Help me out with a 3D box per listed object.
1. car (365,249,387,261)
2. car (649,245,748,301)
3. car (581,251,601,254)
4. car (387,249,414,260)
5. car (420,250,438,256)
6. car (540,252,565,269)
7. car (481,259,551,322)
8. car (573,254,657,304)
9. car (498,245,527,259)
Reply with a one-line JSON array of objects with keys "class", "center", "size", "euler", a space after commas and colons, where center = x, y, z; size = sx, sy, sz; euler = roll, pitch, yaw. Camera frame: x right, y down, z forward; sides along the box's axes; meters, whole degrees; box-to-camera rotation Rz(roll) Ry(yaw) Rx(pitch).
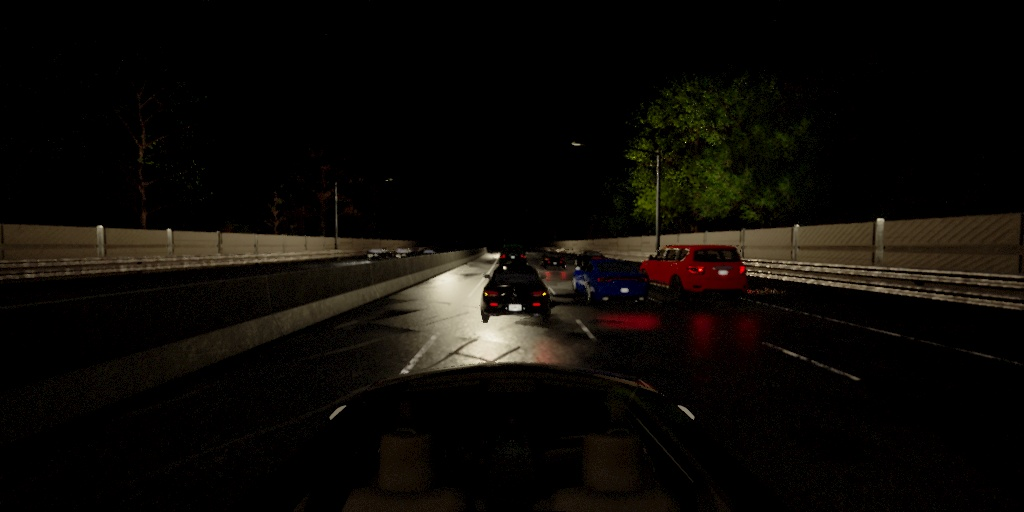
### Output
[{"class": "car", "center": [-17.832, -0.189, 47.419], "size": [2.128, 1.511, 4.902], "euler": [2, 1, -1]}, {"class": "car", "center": [7.122, 0.573, 14.752], "size": [2.150, 2.045, 5.566], "euler": [0, 2, 0]}, {"class": "car", "center": [7.034, 0.289, 32.456], "size": [1.882, 1.535, 5.008], "euler": [0, 2, 0]}, {"class": "car", "center": [-14.350, -0.169, 47.435], "size": [2.128, 1.511, 4.902], "euler": [0, 2, -1]}, {"class": "car", "center": [-10.847, -0.087, 47.191], "size": [1.994, 1.385, 4.181], "euler": [0, 2, -1]}, {"class": "car", "center": [3.546, 0.352, 31.908], "size": [1.812, 1.442, 4.674], "euler": [0, 2, 0]}, {"class": "car", "center": [0.099, 0.993, 10.904], "size": [1.812, 1.442, 4.674], "euler": [0, 2, 1]}, {"class": "car", "center": [3.614, 0.855, 13.912], "size": [1.882, 1.535, 5.008], "euler": [0, 2, 0]}, {"class": "car", "center": [0.055, 0.107, 29.884], "size": [2.150, 2.045, 5.566], "euler": [0, 2, 0]}]
